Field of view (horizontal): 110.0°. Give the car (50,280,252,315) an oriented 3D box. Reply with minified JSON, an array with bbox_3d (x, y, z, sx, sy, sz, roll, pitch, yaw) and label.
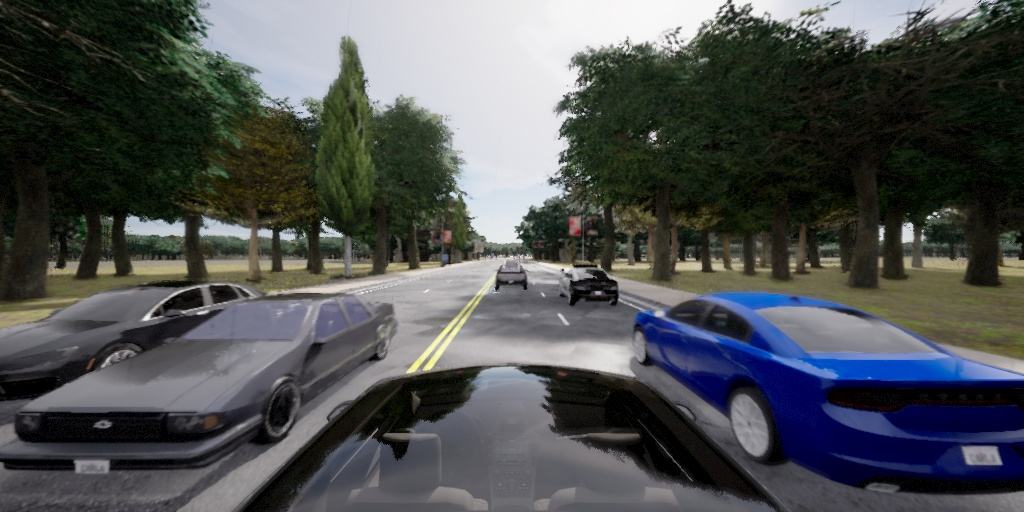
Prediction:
[{"bbox_3d":[-6.602,1.259,6.700,1.837,1.490,4.892,0,0,0],"label":"car"}]

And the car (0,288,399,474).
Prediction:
[{"bbox_3d":[-3.353,1.301,5.526,2.033,1.411,5.357,0,0,0],"label":"car"}]

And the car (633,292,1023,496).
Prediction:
[{"bbox_3d":[3.249,1.230,4.956,1.882,1.535,5.008,0,0,0],"label":"car"}]

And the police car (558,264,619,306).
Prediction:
[{"bbox_3d":[3.242,1.181,16.070,1.930,1.638,5.238,0,0,0],"label":"police car"}]

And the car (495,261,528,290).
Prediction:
[{"bbox_3d":[-0.044,1.249,22.606,2.128,1.511,4.902,0,0,0],"label":"car"}]

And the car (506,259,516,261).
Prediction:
[{"bbox_3d":[-0.041,1.311,54.729,1.994,1.385,4.181,0,0,0],"label":"car"}]
